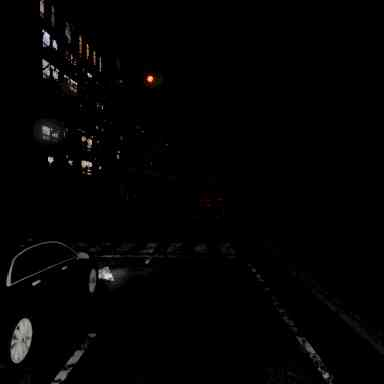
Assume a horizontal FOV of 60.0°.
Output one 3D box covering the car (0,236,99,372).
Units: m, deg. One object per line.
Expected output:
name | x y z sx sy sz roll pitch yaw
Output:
car | -3.046 1.507 5.649 1.837 1.490 4.892 0 0 1

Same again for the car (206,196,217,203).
car | 4.633 1.801 79.076 1.837 1.490 4.892 0 0 11

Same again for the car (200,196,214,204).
car | 3.008 1.588 69.455 2.097 1.767 4.553 0 0 9

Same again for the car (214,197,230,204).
car | 6.198 1.740 68.851 1.837 1.490 4.892 0 0 10

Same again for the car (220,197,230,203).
car | 7.868 1.855 78.678 1.994 1.385 4.181 0 0 12
